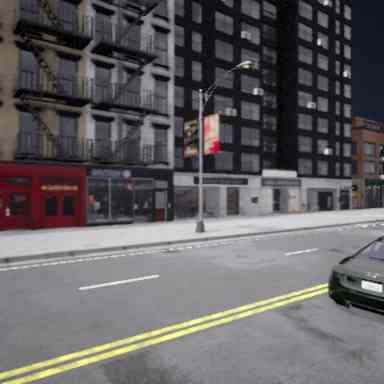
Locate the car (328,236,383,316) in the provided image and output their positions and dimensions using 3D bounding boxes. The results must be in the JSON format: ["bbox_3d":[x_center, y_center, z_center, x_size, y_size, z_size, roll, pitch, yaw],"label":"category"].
[{"bbox_3d":[4.663,1.562,6.769,4.181,1.385,1.994,0,0,-36],"label":"car"}]
